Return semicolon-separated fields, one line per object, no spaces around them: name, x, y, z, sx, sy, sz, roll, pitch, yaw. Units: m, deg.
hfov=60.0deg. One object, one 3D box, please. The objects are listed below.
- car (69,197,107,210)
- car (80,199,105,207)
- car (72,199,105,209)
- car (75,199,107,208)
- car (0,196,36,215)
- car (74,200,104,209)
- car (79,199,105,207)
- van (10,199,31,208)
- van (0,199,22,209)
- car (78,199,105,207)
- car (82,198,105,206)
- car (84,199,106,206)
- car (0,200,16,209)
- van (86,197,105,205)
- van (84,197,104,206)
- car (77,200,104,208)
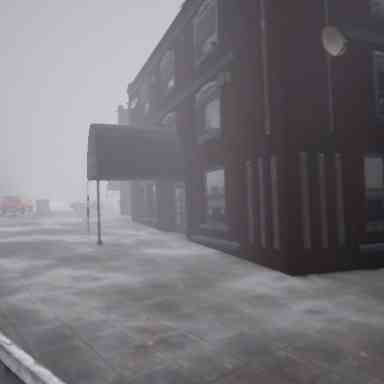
car;-16.053;1.914;50.455;4.892;1.521;2.231;0;-1;-34
car;-21.816;2.362;73.200;4.892;1.521;2.231;0;-1;-34
car;-17.486;2.026;56.139;4.892;1.521;2.231;0;-1;-34
car;-18.786;2.133;61.933;5.366;1.575;1.946;0;-1;-34
car;-20.167;1.532;38.601;2.150;2.045;5.566;-2;-1;-12
car;-18.211;2.121;58.980;4.674;1.452;2.002;0;-1;-34
car;-21.124;2.335;70.335;4.792;1.488;2.163;0;-1;-34
van;-42.806;2.874;83.013;4.442;1.987;1.878;-2;0;-34
van;-40.630;2.693;74.450;4.442;1.987;1.878;-2;0;-34
car;-20.368;2.250;67.510;4.892;1.521;2.231;0;-1;-34
car;-22.518;2.293;76.057;4.553;1.767;2.185;0;-1;-34
car;-24.714;2.595;84.569;5.008;1.535;2.097;0;-1;-34
car;-39.063;2.673;68.830;4.553;1.767;2.185;-2;0;-34
van;-25.339;2.431;87.486;4.442;1.987;1.878;0;-2;-34
van;-24.083;2.309;81.661;4.442;1.987;1.878;0;-1;-34
car;-19.654;2.233;64.668;4.674;1.452;2.002;0;-1;-34
